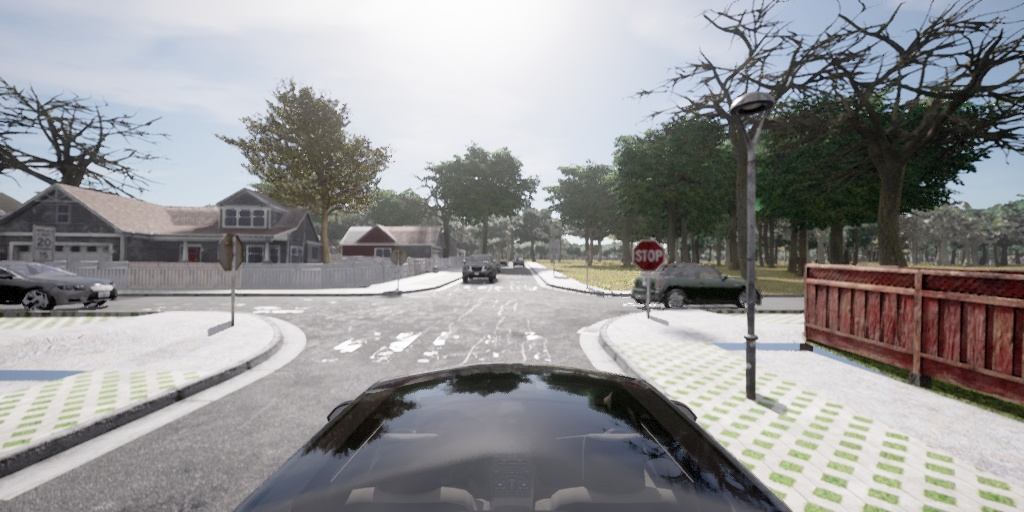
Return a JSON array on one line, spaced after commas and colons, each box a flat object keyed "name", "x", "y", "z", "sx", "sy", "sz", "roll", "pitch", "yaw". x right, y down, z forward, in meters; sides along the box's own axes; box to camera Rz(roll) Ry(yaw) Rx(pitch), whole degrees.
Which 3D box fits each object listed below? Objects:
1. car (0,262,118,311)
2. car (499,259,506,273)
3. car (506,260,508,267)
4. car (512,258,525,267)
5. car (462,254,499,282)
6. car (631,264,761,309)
[{"name": "car", "x": -15.530, "y": 0.926, "z": 11.179, "sx": 4.902, "sy": 1.511, "sz": 2.128, "roll": 1, "pitch": -2, "yaw": -8}, {"name": "car", "x": -2.143, "y": 1.132, "z": 40.172, "sx": 2.033, "sy": 1.411, "sz": 5.357, "roll": 0, "pitch": 0, "yaw": 1}, {"name": "car", "x": -1.684, "y": 1.154, "z": 61.016, "sx": 1.895, "sy": 1.301, "sz": 4.718, "roll": 0, "pitch": 0, "yaw": 1}, {"name": "car", "x": 1.092, "y": 1.061, "z": 58.431, "sx": 1.837, "sy": 1.490, "sz": 4.892, "roll": 0, "pitch": 0, "yaw": 1}, {"name": "car", "x": -2.372, "y": 0.843, "z": 27.170, "sx": 2.150, "sy": 2.045, "sz": 5.566, "roll": 0, "pitch": 0, "yaw": 1}, {"name": "car", "x": 7.066, "y": 1.094, "z": 13.832, "sx": 4.553, "sy": 1.767, "sz": 2.097, "roll": 1, "pitch": -1, "yaw": -12}]
